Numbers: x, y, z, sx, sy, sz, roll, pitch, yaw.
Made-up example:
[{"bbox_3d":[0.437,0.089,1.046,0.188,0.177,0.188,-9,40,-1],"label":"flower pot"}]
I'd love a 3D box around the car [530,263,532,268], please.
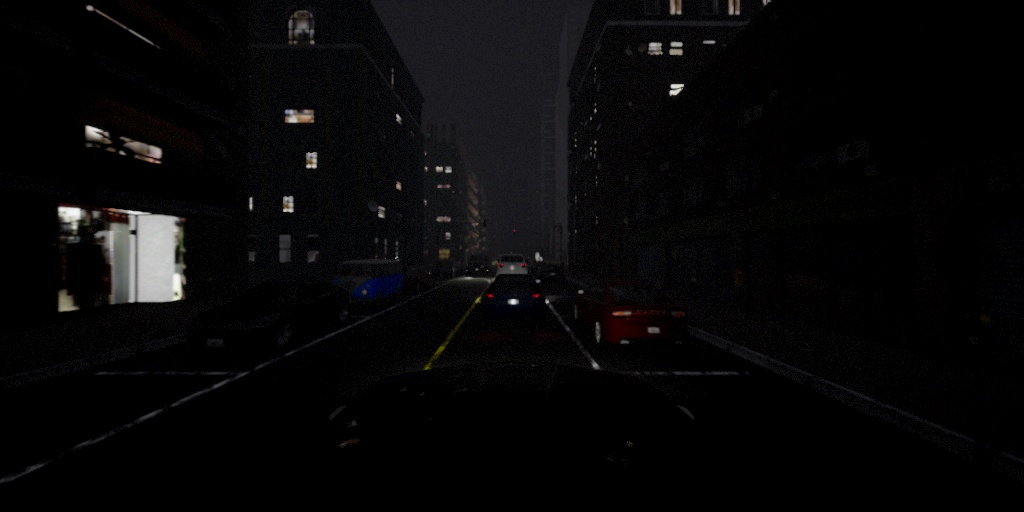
[{"bbox_3d":[2.677,1.161,36.659,1.948,1.339,4.313,0,0,0],"label":"car"}]

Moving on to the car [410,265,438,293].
[{"bbox_3d":[-5.697,1.212,20.097,1.888,1.381,4.507,0,0,0],"label":"car"}]

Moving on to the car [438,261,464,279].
[{"bbox_3d":[-5.702,1.185,31.143,1.948,1.339,4.313,0,0,0],"label":"car"}]

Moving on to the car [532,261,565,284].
[{"bbox_3d":[2.682,1.209,25.612,1.948,1.339,4.313,0,0,0],"label":"car"}]

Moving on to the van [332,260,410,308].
[{"bbox_3d":[-5.695,1.033,14.574,1.690,1.789,3.998,0,0,0],"label":"van"}]

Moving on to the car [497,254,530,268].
[{"bbox_3d":[0.049,0.855,27.295,2.150,2.045,5.566,0,0,1],"label":"car"}]

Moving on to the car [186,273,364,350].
[{"bbox_3d":[-5.692,1.283,9.050,1.948,1.339,4.313,0,0,0],"label":"car"}]

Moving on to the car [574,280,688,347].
[{"bbox_3d":[2.689,1.262,9.041,1.888,1.381,4.507,0,0,0],"label":"car"}]

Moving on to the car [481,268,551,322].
[{"bbox_3d":[0.054,1.265,12.153,1.994,1.385,4.181,0,0,0],"label":"car"}]

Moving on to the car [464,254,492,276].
[{"bbox_3d":[-3.080,0.828,34.457,2.150,2.045,5.566,0,0,0],"label":"car"}]
